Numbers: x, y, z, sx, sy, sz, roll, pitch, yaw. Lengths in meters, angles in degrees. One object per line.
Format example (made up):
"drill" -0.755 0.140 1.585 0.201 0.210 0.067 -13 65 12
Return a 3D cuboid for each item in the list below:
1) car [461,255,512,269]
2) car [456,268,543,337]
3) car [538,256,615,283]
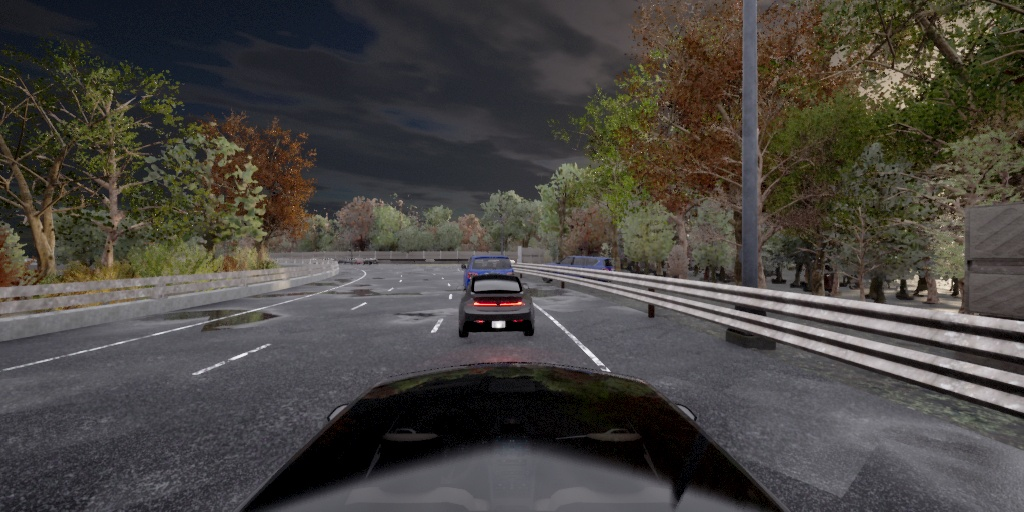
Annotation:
"car" -1.198 0.971 17.152 2.150 2.045 5.566 0 0 -9
"car" -0.519 1.255 10.288 1.837 1.490 4.892 0 0 -5
"car" 4.605 0.999 25.756 5.566 2.045 2.150 4 1 34
